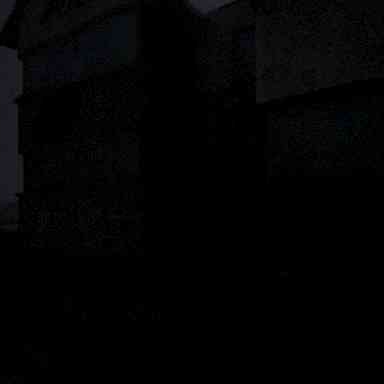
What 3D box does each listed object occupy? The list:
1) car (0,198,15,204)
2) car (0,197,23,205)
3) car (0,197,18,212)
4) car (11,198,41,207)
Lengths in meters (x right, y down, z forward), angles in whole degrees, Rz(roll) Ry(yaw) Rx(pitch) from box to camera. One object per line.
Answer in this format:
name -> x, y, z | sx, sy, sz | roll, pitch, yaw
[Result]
car -> -46.126, 2.148, 81.464 | 2.007, 1.523, 4.514 | -1, 0, 35
car -> -43.541, 2.110, 79.686 | 2.152, 1.636, 5.027 | -1, 0, 35
car -> -20.658, 1.691, 40.742 | 2.007, 1.523, 4.514 | -1, 0, 35
car -> -30.233, 1.873, 60.730 | 2.007, 1.523, 4.514 | -1, 0, 35
